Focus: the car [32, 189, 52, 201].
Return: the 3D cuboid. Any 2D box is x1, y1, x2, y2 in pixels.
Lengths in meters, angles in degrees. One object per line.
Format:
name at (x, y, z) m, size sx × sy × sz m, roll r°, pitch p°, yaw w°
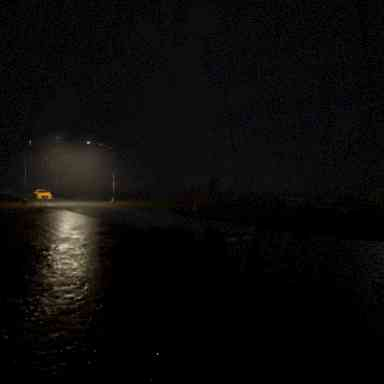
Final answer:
car at (-21.607, 0.390, 47.793) m, size 1.882 × 1.535 × 5.008 m, roll 0°, pitch 1°, yaw -35°
